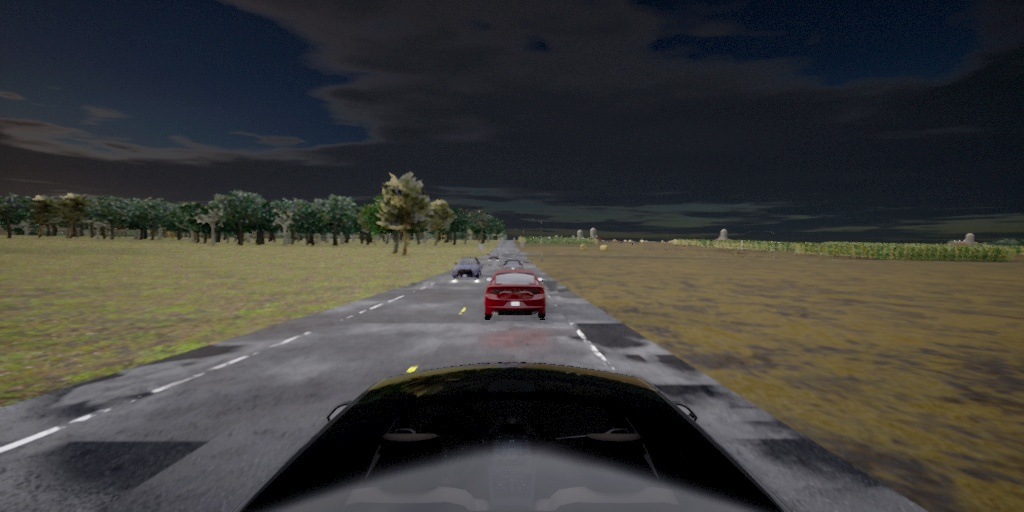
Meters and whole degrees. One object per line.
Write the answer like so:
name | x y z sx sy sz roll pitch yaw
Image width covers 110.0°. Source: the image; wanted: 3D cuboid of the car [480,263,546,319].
car | 0.095 1.195 12.679 1.882 1.535 5.008 0 0 0

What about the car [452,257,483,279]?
car | -3.607 0.877 29.568 2.097 1.767 4.553 0 1 0

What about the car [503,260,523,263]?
car | 0.088 1.020 33.497 1.994 1.385 4.181 0 1 0
